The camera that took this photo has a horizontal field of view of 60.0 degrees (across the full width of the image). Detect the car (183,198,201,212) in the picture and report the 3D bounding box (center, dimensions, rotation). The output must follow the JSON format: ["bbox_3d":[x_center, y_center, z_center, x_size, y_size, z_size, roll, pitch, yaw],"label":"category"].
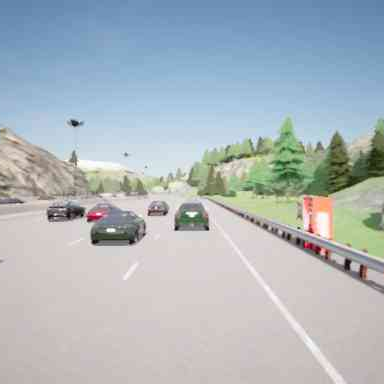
[{"bbox_3d":[0.006,1.532,40.385,2.128,1.511,4.902,0,0,0],"label":"car"}]

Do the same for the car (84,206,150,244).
[{"bbox_3d":[-3.401,1.578,15.965,1.994,1.385,4.181,0,0,0],"label":"car"}]

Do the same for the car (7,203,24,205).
[{"bbox_3d":[-24.581,1.543,44.959,1.837,1.490,4.892,0,0,0],"label":"car"}]

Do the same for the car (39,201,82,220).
[{"bbox_3d":[-10.400,1.515,27.775,2.128,1.511,4.902,0,0,0],"label":"car"}]

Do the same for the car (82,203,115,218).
[{"bbox_3d":[-6.902,1.587,26.575,1.994,1.385,4.181,0,0,0],"label":"car"}]

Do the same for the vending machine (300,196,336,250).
[{"bbox_3d":[5.000,1.207,13.286,1.100,2.100,0.880,0,0,0],"label":"vending machine"}]

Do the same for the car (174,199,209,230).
[{"bbox_3d":[0.006,1.395,21.599,2.097,1.767,4.553,0,0,1],"label":"car"}]

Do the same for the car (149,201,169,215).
[{"bbox_3d":[-3.402,1.577,34.063,2.033,1.411,5.357,0,0,0],"label":"car"}]

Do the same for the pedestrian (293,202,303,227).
[{"bbox_3d":[4.669,0.929,14.335,0.500,1.100,0.500,0,0,0],"label":"pedestrian"}]
